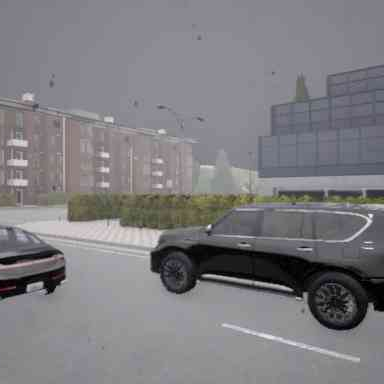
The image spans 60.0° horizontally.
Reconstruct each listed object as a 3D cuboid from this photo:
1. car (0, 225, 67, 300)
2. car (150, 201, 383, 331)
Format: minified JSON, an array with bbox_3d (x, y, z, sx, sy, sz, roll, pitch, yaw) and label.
[{"bbox_3d":[-4.802,1.492,7.393,4.902,1.511,2.128,0,0,35],"label":"car"},{"bbox_3d":[1.670,1.222,7.101,5.566,2.045,2.150,0,0,35],"label":"car"}]
